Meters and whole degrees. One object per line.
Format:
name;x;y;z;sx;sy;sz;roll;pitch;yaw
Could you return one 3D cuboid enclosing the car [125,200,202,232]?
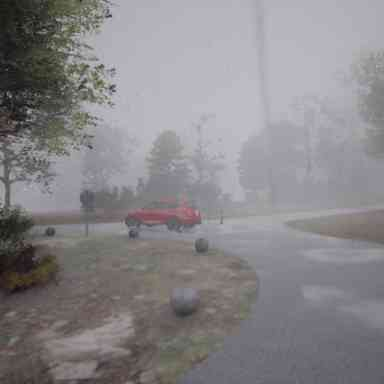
car;-2.028;1.555;22.919;5.566;2.045;2.150;-1;-2;29
